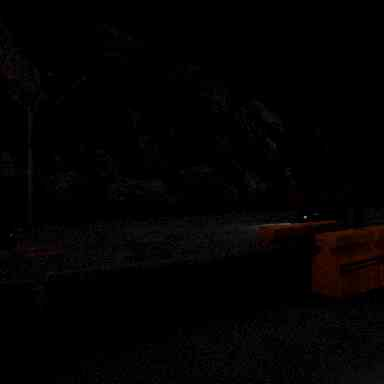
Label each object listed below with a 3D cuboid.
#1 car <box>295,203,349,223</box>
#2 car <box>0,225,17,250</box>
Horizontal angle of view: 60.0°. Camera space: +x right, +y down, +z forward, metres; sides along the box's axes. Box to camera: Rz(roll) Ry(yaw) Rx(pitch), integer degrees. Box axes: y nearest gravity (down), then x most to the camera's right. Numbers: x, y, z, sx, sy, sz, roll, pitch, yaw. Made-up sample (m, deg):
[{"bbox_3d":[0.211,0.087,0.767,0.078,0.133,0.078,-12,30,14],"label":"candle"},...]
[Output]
[{"bbox_3d":[9.209,1.497,23.451,4.181,1.385,1.994,0,0,-35],"label":"car"},{"bbox_3d":[-8.689,1.547,10.696,5.357,1.411,2.033,0,0,-35],"label":"car"}]
